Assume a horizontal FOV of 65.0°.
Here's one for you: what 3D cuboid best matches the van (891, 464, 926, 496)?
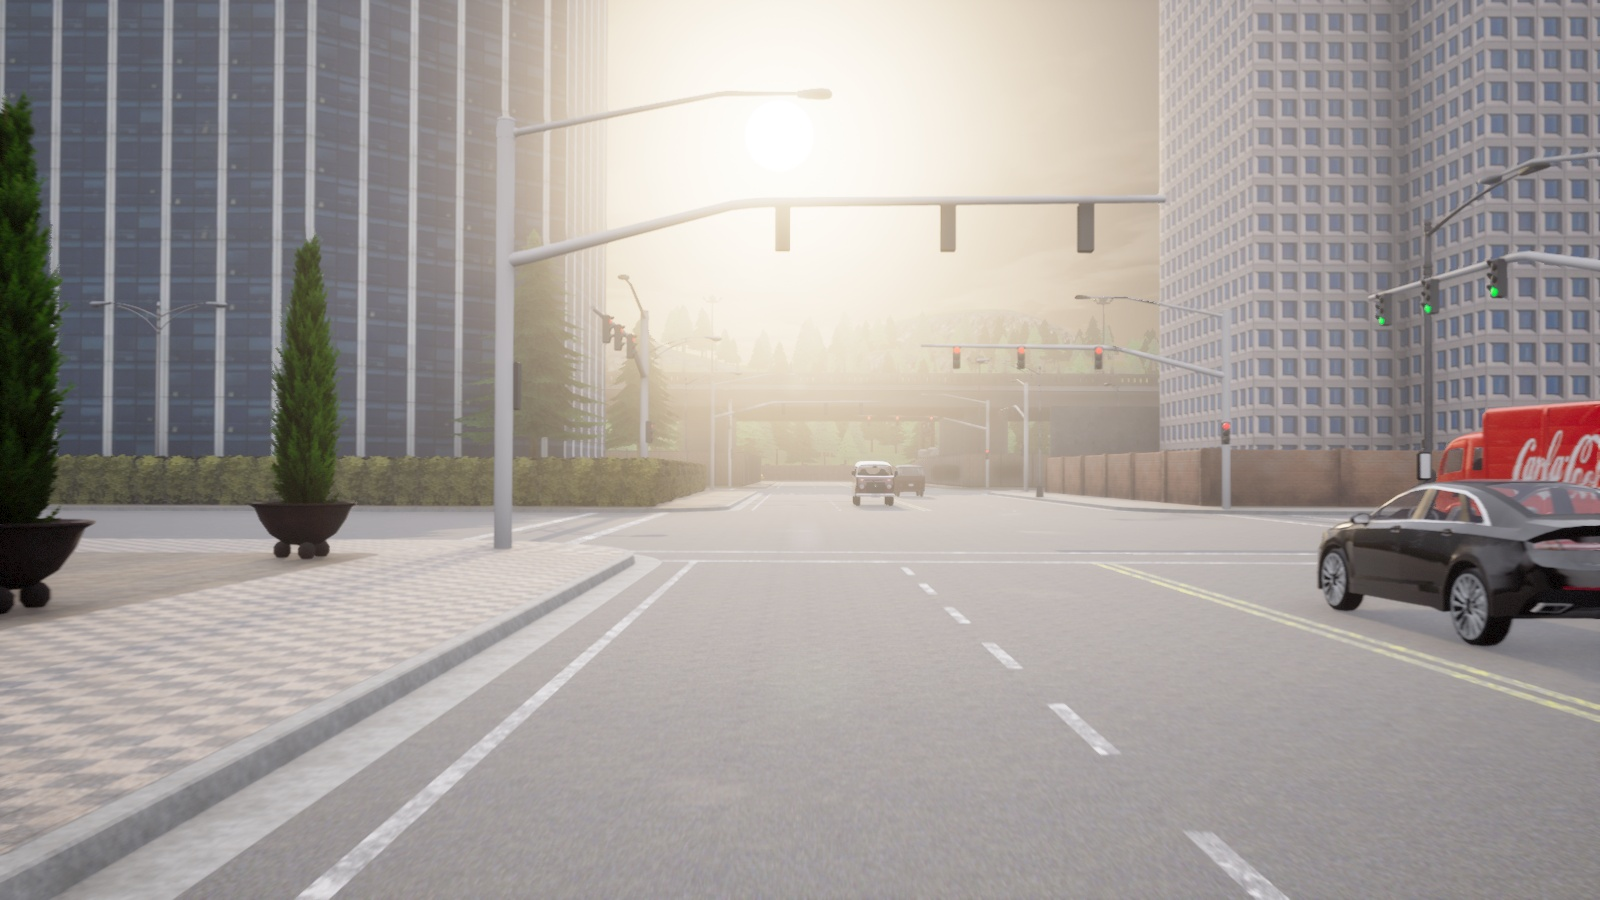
[{"bbox_3d":[6.806,1.865,79.160,1.775,1.987,4.442,0,-1,0],"label":"van"}]

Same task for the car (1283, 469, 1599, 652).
[{"bbox_3d":[6.968,0.958,12.869,2.128,1.511,4.902,0,-1,0],"label":"car"}]

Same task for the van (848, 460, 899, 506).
[{"bbox_3d":[3.357,1.497,58.101,2.069,2.038,4.480,0,-1,0],"label":"van"}]

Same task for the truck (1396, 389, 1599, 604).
[{"bbox_3d":[10.458,0.564,16.617,2.627,2.467,5.204,0,-1,0],"label":"truck"}]
